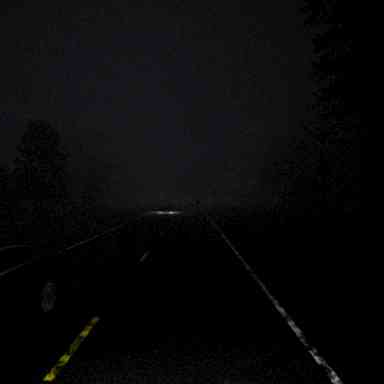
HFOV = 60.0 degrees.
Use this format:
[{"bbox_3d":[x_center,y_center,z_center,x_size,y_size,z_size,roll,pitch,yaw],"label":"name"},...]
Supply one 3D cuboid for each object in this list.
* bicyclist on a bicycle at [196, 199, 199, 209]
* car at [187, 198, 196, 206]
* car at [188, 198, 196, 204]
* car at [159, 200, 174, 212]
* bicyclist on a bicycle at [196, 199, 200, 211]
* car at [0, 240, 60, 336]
[{"bbox_3d":[0.945,2.026,56.655,0.582,1.620,1.656,0,-1,0],"label":"bicyclist on a bicycle"},{"bbox_3d":[-0.022,2.250,70.780,2.033,1.411,5.357,0,-1,0],"label":"car"},{"bbox_3d":[-0.025,2.235,81.331,1.994,1.385,4.181,0,-1,0],"label":"car"},{"bbox_3d":[-3.594,1.963,47.713,1.882,1.535,5.008,0,-1,0],"label":"car"},{"bbox_3d":[0.948,1.936,47.503,0.582,1.620,1.656,0,-1,0],"label":"bicyclist on a bicycle"},{"bbox_3d":[-3.603,1.544,4.897,2.128,1.511,4.902,0,-1,0],"label":"car"}]
